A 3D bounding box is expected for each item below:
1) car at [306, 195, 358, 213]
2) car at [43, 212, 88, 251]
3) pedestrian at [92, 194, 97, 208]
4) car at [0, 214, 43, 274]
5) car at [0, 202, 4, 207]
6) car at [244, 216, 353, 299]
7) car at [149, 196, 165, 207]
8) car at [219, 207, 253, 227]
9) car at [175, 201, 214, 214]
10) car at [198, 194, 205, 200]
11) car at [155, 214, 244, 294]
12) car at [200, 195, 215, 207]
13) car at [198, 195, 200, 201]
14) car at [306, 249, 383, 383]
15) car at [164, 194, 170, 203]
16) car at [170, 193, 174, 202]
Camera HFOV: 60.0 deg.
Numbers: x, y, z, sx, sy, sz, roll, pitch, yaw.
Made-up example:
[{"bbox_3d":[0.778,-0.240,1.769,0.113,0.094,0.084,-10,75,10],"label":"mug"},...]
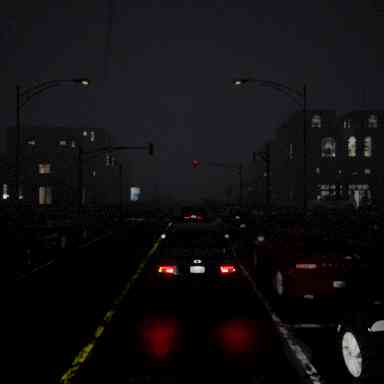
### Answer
[{"bbox_3d":[15.567,1.305,37.253,5.566,2.045,2.150,0,0,1],"label":"car"},{"bbox_3d":[-5.703,1.548,13.984,2.008,1.369,4.403,0,0,0],"label":"car"},{"bbox_3d":[-12.603,1.123,43.187,0.375,1.860,0.375,0,-1,1],"label":"pedestrian"},{"bbox_3d":[-5.695,1.439,8.291,1.967,1.590,4.097,0,0,0],"label":"car"},{"bbox_3d":[-25.499,1.436,40.427,4.829,1.417,1.752,0,-1,1],"label":"car"},{"bbox_3d":[2.685,1.543,8.284,1.887,1.381,4.507,0,0,0],"label":"car"},{"bbox_3d":[-5.749,1.574,52.062,1.802,1.307,4.206,0,0,0],"label":"car"},{"bbox_3d":[2.671,1.547,19.668,2.008,1.369,4.403,0,0,0],"label":"car"},{"bbox_3d":[0.077,1.501,19.462,1.837,1.490,4.892,0,0,0],"label":"car"},{"bbox_3d":[2.586,1.433,90.711,1.967,1.590,4.097,0,0,0],"label":"car"},{"bbox_3d":[0.089,1.546,8.941,2.033,1.411,5.357,0,0,0],"label":"car"},{"bbox_3d":[2.632,1.558,52.059,1.947,1.339,4.313,0,0,0],"label":"car"},{"bbox_3d":[2.619,1.573,63.101,1.802,1.307,4.206,0,0,0],"label":"car"},{"bbox_3d":[2.691,1.550,2.593,2.008,1.369,4.403,0,0,0],"label":"car"},{"bbox_3d":[-5.762,1.542,63.105,2.008,1.369,4.403,0,0,0],"label":"car"},{"bbox_3d":[-5.775,1.431,74.149,1.967,1.590,4.097,0,0,0],"label":"car"}]
